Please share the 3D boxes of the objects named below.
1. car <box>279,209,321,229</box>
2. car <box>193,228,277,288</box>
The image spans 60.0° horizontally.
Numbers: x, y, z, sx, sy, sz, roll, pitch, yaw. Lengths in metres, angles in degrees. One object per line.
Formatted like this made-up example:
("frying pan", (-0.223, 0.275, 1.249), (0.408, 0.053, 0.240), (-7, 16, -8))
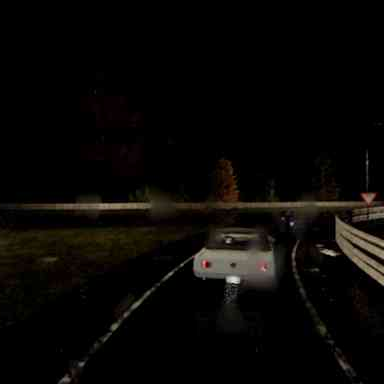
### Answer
("car", (7.958, 1.871, 24.144), (1.895, 1.301, 4.718), (0, -1, 33))
("car", (1.442, 1.707, 9.636), (1.895, 1.301, 4.718), (0, -1, 13))
